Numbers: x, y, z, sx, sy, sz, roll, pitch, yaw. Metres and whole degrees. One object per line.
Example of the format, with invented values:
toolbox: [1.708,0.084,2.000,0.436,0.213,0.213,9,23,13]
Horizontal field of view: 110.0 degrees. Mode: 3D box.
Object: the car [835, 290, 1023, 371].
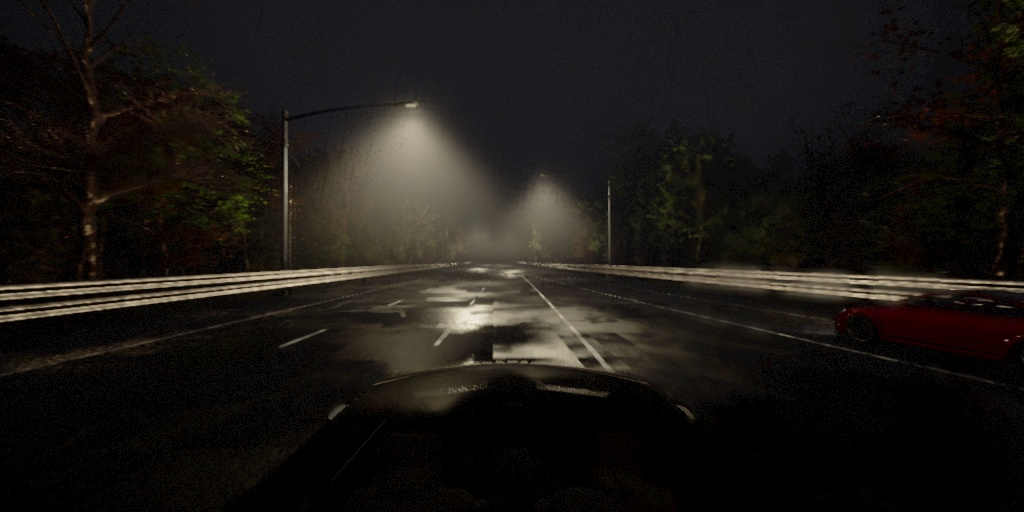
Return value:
car: [9.392,1.382,7.394,1.994,1.385,4.181,0,0,-10]
